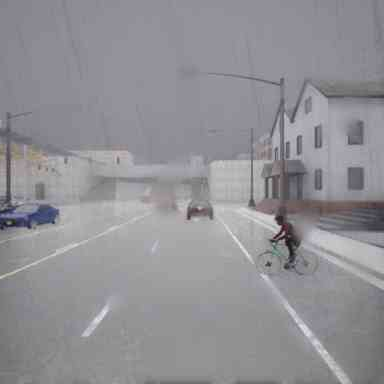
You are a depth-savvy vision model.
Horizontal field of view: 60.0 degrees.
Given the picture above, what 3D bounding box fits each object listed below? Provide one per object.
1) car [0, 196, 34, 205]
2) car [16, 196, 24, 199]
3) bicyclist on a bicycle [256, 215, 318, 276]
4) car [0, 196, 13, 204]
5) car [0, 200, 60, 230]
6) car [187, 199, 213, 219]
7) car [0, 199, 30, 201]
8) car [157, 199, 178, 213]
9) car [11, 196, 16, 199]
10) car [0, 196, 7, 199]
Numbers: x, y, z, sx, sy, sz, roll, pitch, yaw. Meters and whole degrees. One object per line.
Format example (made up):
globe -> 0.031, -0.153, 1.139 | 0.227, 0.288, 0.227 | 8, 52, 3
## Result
car -> -31.218, 1.445, 59.544 | 2.038, 1.542, 4.974 | 0, 0, 30
car -> -31.244, 1.288, 59.499 | 1.853, 1.218, 4.536 | 0, 0, 30
bicyclist on a bicycle -> 2.516, 1.443, 8.835 | 1.656, 1.620, 0.582 | -1, 0, 1
car -> -30.574, 1.288, 54.204 | 1.853, 1.218, 4.536 | 0, 0, -35
car -> -10.119, 1.475, 21.071 | 1.882, 1.535, 5.008 | 0, 0, 2
car -> 0.698, 1.349, 28.755 | 2.097, 1.767, 4.553 | 0, 0, 1
car -> -13.608, 1.489, 23.603 | 2.128, 1.511, 4.902 | 0, 0, 1
car -> -2.662, 1.521, 36.787 | 1.812, 1.442, 4.674 | 0, 0, 2
car -> -30.544, 1.446, 54.162 | 2.038, 1.542, 4.974 | 0, 0, -35
car -> -30.669, 1.289, 49.517 | 1.853, 1.218, 4.536 | 0, 0, 45
